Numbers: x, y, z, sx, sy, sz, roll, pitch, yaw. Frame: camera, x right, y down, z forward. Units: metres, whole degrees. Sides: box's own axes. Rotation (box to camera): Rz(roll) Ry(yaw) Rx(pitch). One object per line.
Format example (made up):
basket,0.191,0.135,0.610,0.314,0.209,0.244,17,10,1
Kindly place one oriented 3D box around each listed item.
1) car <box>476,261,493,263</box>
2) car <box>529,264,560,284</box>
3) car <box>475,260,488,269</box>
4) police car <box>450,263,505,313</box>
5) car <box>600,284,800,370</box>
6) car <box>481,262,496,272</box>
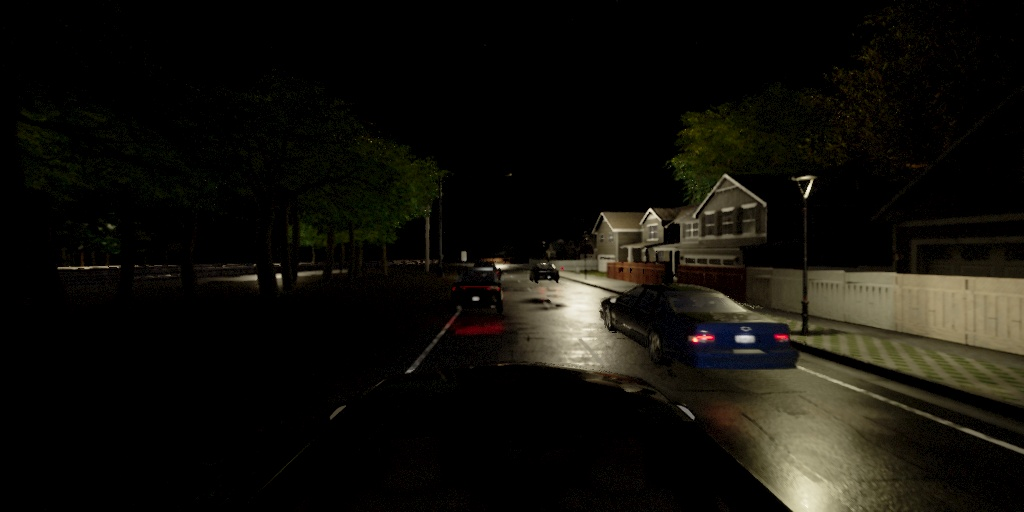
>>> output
car,-1.832,1.207,24.533,2.097,1.767,4.553,0,0,-4
car,2.509,1.354,28.433,2.128,1.511,4.902,0,0,-4
car,-5.575,1.512,65.184,1.994,1.385,4.181,0,0,-11
police car,-1.320,1.244,14.667,1.930,1.638,5.238,0,0,-2
car,3.506,1.331,8.001,2.033,1.411,5.357,0,0,-1
car,-3.388,1.524,50.851,1.895,1.301,4.718,0,0,-8
